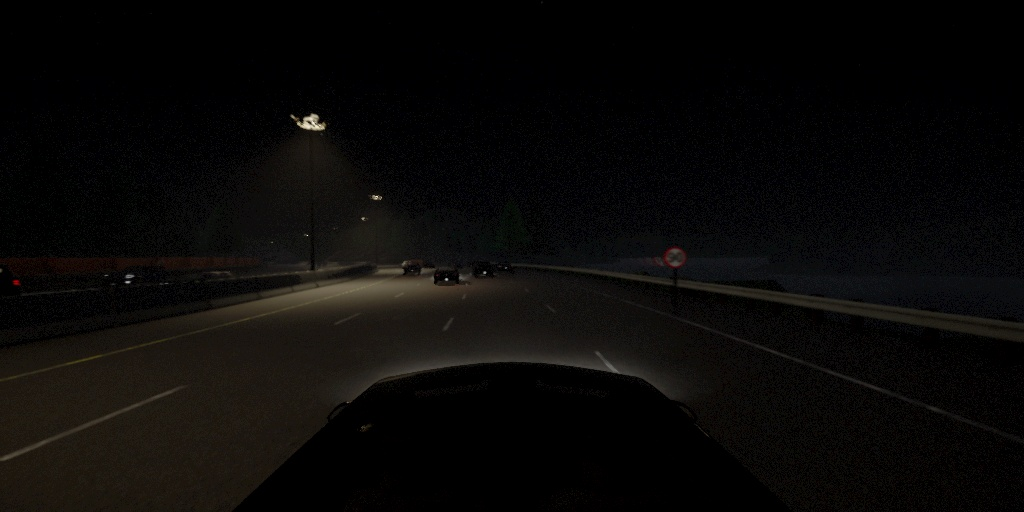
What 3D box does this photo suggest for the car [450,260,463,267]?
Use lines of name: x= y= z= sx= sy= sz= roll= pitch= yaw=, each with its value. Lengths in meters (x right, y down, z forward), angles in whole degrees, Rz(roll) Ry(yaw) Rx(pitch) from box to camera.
car: x=-10.067 y=1.468 z=62.739 sx=2.033 sy=1.411 sz=5.357 roll=-1 pitch=0 yaw=-23

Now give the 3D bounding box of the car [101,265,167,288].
car: x=-30.585 y=1.569 z=29.341 sx=2.097 sy=1.767 sz=4.553 roll=-1 pitch=0 yaw=-10

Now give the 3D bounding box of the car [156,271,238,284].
car: x=-18.834 y=1.640 z=22.200 sx=1.895 sy=1.301 sz=4.718 roll=-1 pitch=0 yaw=-7

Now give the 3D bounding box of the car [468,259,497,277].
car: x=-3.084 y=1.312 z=36.293 sx=1.837 sy=1.490 sz=4.892 roll=0 pitch=0 yaw=-12

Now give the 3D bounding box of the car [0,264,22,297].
car: x=-21.432 y=1.299 z=12.547 sx=2.150 sy=2.045 sz=5.566 roll=-1 pitch=0 yaw=-4

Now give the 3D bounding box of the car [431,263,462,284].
car: x=-5.137 y=1.436 z=28.385 sx=1.895 sy=1.301 sz=4.718 roll=-1 pitch=0 yaw=-9

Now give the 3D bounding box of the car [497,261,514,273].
car: x=-1.144 y=1.345 z=43.264 sx=1.994 sy=1.385 sz=4.181 roll=-1 pitch=0 yaw=-13

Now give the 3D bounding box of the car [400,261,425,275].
car: x=-11.671 y=1.430 z=42.241 sx=2.128 sy=1.511 sz=4.902 roll=-1 pitch=0 yaw=-14
